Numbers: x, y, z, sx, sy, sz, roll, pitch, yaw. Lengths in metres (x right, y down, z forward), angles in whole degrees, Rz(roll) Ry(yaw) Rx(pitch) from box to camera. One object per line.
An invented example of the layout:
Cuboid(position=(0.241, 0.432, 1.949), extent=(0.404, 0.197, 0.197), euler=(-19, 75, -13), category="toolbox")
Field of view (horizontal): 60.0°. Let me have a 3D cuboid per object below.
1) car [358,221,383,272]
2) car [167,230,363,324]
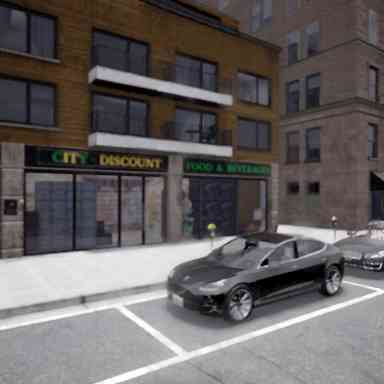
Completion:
Cuboid(position=(6.091, 1.604, 10.335), extent=(4.403, 1.369, 2.008), euler=(0, 0, -35), category="car")
Cuboid(position=(1.545, 1.591, 7.207), extent=(4.313, 1.339, 1.947), euler=(0, 0, -35), category="car")
